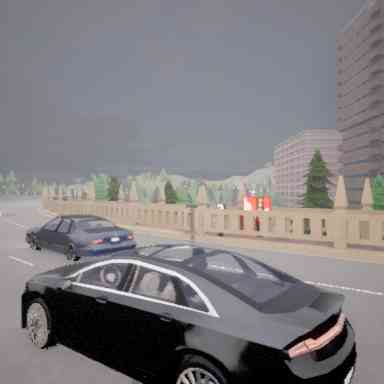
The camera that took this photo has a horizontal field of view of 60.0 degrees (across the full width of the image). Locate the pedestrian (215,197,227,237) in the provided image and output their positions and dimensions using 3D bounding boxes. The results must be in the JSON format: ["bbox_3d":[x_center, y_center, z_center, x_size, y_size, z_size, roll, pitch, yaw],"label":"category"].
[{"bbox_3d":[1.348,1.141,15.635,0.375,1.860,0.375,0,0,41],"label":"pedestrian"}]

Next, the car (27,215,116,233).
[{"bbox_3d":[-4.240,1.547,12.205,5.357,1.411,2.033,0,0,43],"label":"car"}]

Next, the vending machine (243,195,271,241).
[{"bbox_3d":[3.120,1.195,16.002,0.880,2.100,1.100,0,0,41],"label":"vending machine"}]

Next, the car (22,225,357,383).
[{"bbox_3d":[-0.479,1.491,4.546,4.902,1.511,2.128,0,0,37],"label":"car"}]
